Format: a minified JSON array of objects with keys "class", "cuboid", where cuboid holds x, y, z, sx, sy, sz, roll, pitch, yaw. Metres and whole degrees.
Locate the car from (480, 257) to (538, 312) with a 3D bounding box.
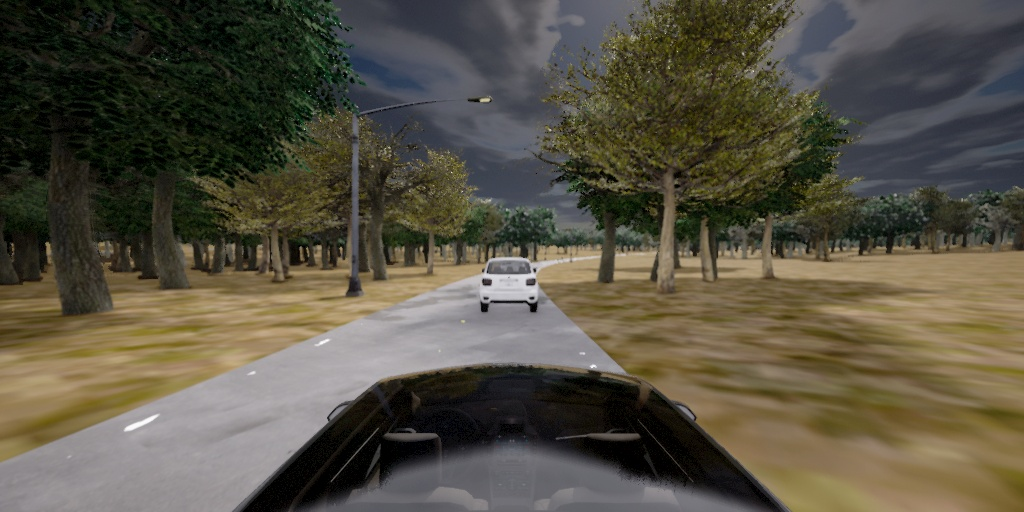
[{"class":"car","cuboid":[-0.115,1.095,15.080,2.150,2.045,5.566,0,0,0]}]
